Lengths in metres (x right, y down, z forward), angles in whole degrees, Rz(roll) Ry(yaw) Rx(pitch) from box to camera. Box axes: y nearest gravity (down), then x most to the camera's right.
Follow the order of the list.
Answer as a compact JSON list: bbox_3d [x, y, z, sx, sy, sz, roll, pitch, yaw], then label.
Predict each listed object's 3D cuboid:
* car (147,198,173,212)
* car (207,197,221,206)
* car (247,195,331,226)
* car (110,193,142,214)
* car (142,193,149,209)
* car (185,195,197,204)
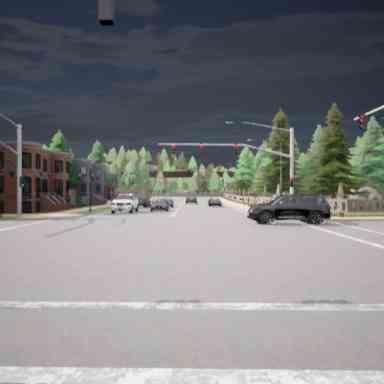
[{"bbox_3d":[-3.627,1.538,38.446,1.994,1.385,4.181,0,0,0],"label":"car"},{"bbox_3d":[3.509,1.529,52.238,1.994,1.385,4.181,0,0,0],"label":"car"},{"bbox_3d":[6.692,1.207,23.057,5.566,2.045,2.150,0,0,1],"label":"car"},{"bbox_3d":[-7.134,1.198,35.748,2.150,2.045,5.566,0,0,0],"label":"car"},{"bbox_3d":[-7.150,1.188,45.896,2.150,2.045,5.566,0,0,0],"label":"car"},{"bbox_3d":[-0.105,1.312,60.364,2.097,1.767,4.553,0,0,0],"label":"car"}]
